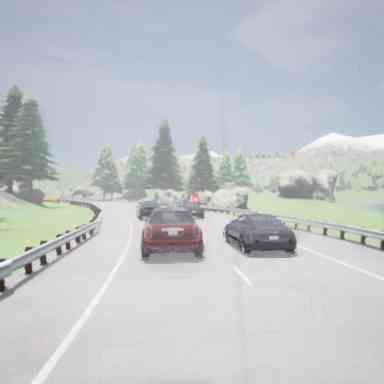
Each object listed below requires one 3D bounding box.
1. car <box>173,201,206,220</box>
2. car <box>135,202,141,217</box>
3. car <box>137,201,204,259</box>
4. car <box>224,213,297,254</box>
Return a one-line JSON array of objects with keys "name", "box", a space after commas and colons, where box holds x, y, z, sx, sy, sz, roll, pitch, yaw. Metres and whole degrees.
[{"name": "car", "box": [-0.320, 1.568, 29.216, 1.994, 1.385, 4.181, 0, 0, -14]}, {"name": "car", "box": [-3.713, 1.519, 28.433, 1.837, 1.490, 4.892, 0, 0, -14]}, {"name": "car", "box": [-0.850, 1.356, 12.891, 2.097, 1.767, 4.553, 0, 0, -6]}, {"name": "car", "box": [2.603, 1.558, 13.514, 1.994, 1.385, 4.181, 0, 0, -7]}]
